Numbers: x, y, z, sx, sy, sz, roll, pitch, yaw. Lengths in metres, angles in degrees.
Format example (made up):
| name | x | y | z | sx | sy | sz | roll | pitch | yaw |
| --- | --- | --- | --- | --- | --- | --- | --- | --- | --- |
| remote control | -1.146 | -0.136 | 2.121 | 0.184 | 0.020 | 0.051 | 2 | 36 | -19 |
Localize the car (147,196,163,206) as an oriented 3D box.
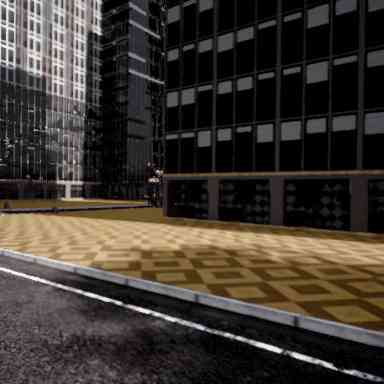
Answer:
| name | x | y | z | sx | sy | sz | roll | pitch | yaw |
| --- | --- | --- | --- | --- | --- | --- | --- | --- | --- |
| car | -4.789 | 1.365 | 51.753 | 1.882 | 1.535 | 5.008 | 1 | 0 | 37 |
